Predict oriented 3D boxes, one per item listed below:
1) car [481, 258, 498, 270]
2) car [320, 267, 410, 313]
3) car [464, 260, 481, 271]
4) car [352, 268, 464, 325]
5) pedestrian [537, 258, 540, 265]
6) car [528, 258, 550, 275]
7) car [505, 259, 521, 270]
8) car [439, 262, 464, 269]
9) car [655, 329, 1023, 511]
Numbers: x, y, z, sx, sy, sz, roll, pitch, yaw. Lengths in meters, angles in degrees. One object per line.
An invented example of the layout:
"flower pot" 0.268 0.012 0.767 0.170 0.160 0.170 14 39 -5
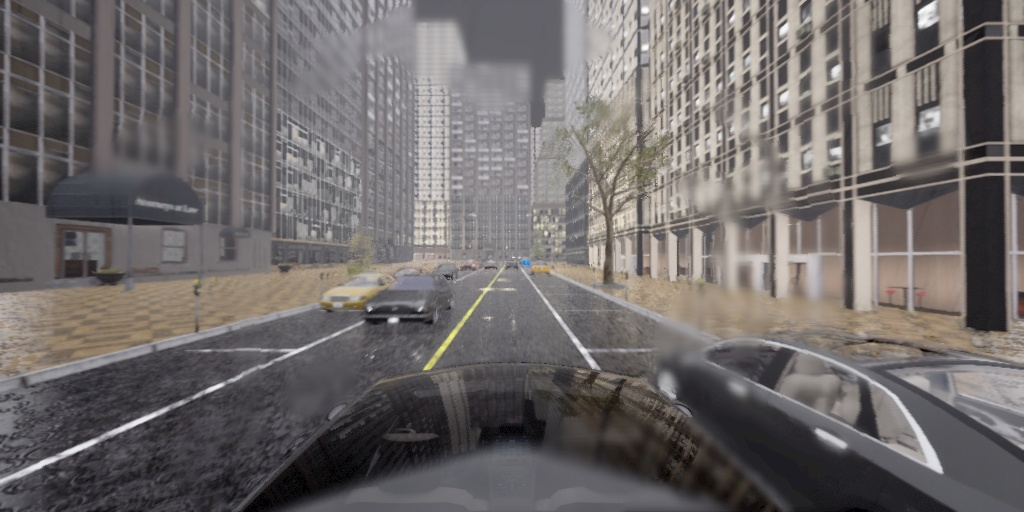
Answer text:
"car" -3.026 1.305 53.163 2.033 1.411 5.357 0 0 1
"car" -5.687 1.280 14.113 1.751 1.417 4.829 0 0 0
"car" -5.680 1.197 48.140 1.967 1.591 4.097 0 0 0
"car" -3.099 1.301 12.043 2.033 1.411 5.357 0 0 0
"pedestrian" 3.008 1.050 41.661 0.375 1.860 0.375 1 -1 0
"car" 3.007 1.212 38.660 1.801 1.575 5.366 0 0 0
"car" 0.016 1.263 52.540 1.837 1.490 4.892 0 0 0
"car" -5.684 1.323 31.211 1.948 1.339 4.313 0 0 0
"car" 2.691 1.300 3.006 2.007 1.370 4.403 0 0 0
